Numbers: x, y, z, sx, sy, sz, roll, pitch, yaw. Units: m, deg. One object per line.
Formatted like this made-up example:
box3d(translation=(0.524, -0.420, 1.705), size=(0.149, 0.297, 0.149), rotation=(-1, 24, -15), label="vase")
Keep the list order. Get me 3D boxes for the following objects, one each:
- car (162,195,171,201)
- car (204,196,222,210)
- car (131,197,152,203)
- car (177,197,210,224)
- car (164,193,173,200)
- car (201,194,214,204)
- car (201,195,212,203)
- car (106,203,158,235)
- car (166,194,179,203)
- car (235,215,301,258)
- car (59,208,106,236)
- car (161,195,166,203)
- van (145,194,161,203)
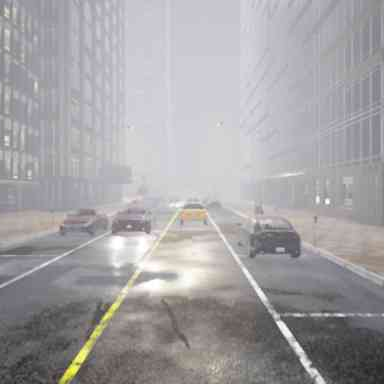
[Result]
box3d(translation=(-5.688, 1.311, 74.944), size=(1.802, 1.307, 4.206), rotation=(0, 0, 0), label="car")
box3d(translation=(2.692, 1.446, 40.784), size=(1.802, 1.307, 4.206), rotation=(0, 0, 0), label="car")
box3d(translation=(-5.689, 1.467, 35.095), size=(1.802, 1.307, 4.206), rotation=(0, 0, 0), label="car")
box3d(translation=(0.103, 1.381, 23.760), size=(1.801, 1.575, 5.366), rotation=(0, 0, 0), label="car")
box3d(translation=(-5.687, 1.140, 80.636), size=(1.967, 1.590, 4.097), rotation=(0, 0, 0), label="car")
box3d(translation=(2.692, 1.243, 57.860), size=(1.967, 1.590, 4.097), rotation=(0, 0, 0), label="car")
box3d(translation=(2.692, 1.331, 63.554), size=(2.008, 1.369, 4.403), rotation=(0, 0, 0), label="car")
box3d(translation=(-3.098, 1.509, 18.347), size=(1.994, 1.385, 4.181), rotation=(0, 0, 0), label="car")
box3d(translation=(-3.044, 1.286, 60.159), size=(2.128, 1.511, 4.902), rotation=(0, 0, 1), label="car")
box3d(translation=(2.691, 1.517, 12.321), size=(2.008, 1.369, 4.403), rotation=(0, 0, 0), label="car")
box3d(translation=(-5.690, 1.529, 18.017), size=(1.802, 1.307, 4.206), rotation=(0, 0, 0), label="car")
box3d(translation=(-5.688, 1.362, 63.556), size=(1.802, 1.307, 4.206), rotation=(0, 0, 0), label="car")
box3d(translation=(-5.689, 1.185, 46.478), size=(1.690, 1.788, 3.998), rotation=(0, 0, 0), label="van")
